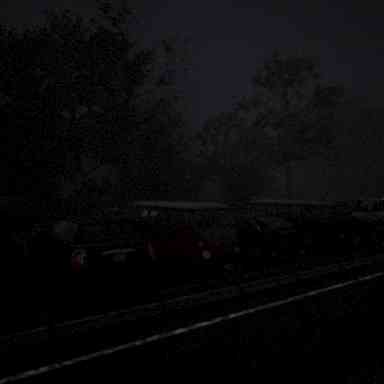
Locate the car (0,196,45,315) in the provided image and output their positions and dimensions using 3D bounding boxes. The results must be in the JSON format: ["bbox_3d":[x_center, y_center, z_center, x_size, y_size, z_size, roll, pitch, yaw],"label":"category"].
[{"bbox_3d":[-5.014,1.215,6.892,2.435,2.045,5.566,0,0,-36],"label":"car"}]

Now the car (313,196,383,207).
[{"bbox_3d":[8.667,1.307,16.675,2.435,2.045,5.566,0,0,-36],"label":"car"}]

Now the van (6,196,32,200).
[{"bbox_3d":[-10.435,1.253,19.202,1.878,1.987,4.442,0,0,-36],"label":"van"}]

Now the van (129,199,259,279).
[{"bbox_3d":[-0.369,1.269,10.033,1.878,1.987,4.442,0,0,-36],"label":"van"}]

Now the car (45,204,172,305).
[{"bbox_3d":[-2.700,1.353,8.471,2.185,1.767,4.553,0,0,-36],"label":"car"}]

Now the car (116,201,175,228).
[{"bbox_3d":[-3.462,1.524,23.816,1.946,1.575,5.366,0,0,-36],"label":"car"}]

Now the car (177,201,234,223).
[{"bbox_3d":[0.978,1.588,27.185,2.163,1.488,4.792,0,0,-36],"label":"car"}]

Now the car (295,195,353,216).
[{"bbox_3d":[14.466,1.428,36.839,2.435,2.045,5.566,1,0,-36],"label":"car"}]

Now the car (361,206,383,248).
[{"bbox_3d":[6.406,1.542,15.015,2.097,1.535,5.008,0,0,-36],"label":"car"}]

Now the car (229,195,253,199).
[{"bbox_3d":[5.507,1.340,30.428,2.435,2.045,5.566,0,0,-36],"label":"car"}]

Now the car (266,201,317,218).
[{"bbox_3d":[9.920,1.671,33.618,2.002,1.452,4.674,1,0,-36],"label":"car"}]

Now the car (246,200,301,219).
[{"bbox_3d":[7.758,1.612,32.067,2.097,1.535,5.008,1,0,-36],"label":"car"}]

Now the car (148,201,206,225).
[{"bbox_3d":[-1.300,1.542,25.584,2.097,1.535,5.008,0,0,-36],"label":"car"}]

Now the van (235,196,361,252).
[{"bbox_3d":[4.056,1.301,13.483,1.878,1.987,4.442,0,0,-36],"label":"van"}]

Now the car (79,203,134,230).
[{"bbox_3d":[-5.834,1.551,22.345,2.002,1.452,4.674,0,0,-36],"label":"car"}]

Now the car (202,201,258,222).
[{"bbox_3d":[3.209,1.604,28.853,2.163,1.488,4.792,0,0,-36],"label":"car"}]

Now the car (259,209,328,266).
[{"bbox_3d":[1.847,1.512,11.753,2.231,1.521,4.892,0,0,-36],"label":"car"}]
